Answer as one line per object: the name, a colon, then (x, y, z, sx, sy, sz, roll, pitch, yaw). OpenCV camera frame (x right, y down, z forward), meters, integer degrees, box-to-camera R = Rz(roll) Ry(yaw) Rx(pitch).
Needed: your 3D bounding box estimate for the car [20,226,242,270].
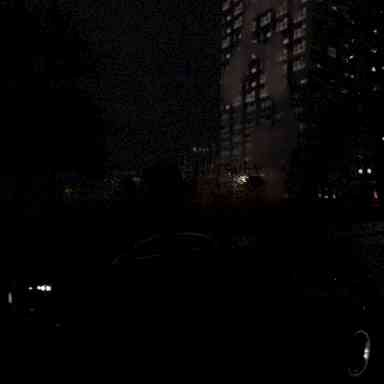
car: (-1.013, 1.503, 6.953, 4.902, 1.511, 2.128, 0, 0, -35)

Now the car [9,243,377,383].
car: (0.311, 1.573, 3.905, 4.181, 1.385, 1.994, 0, 0, -35)
